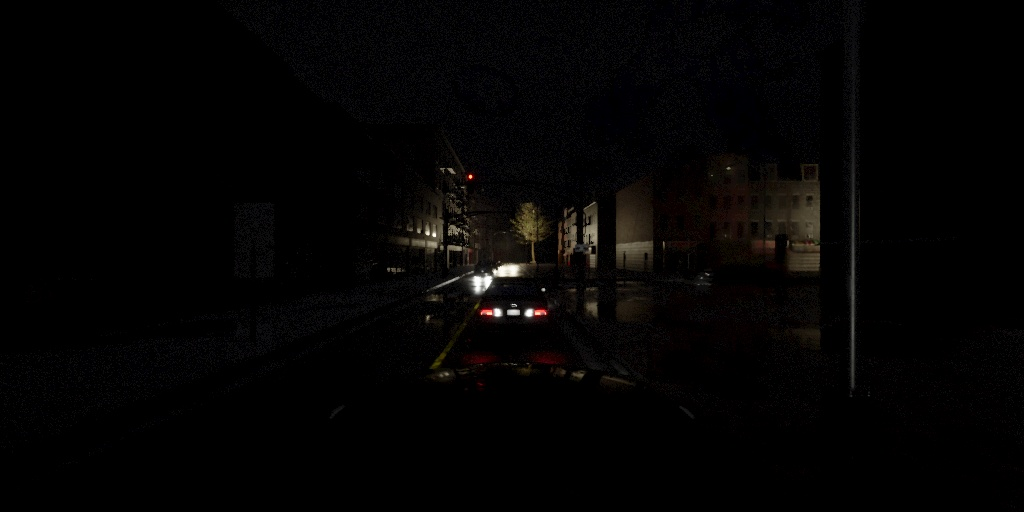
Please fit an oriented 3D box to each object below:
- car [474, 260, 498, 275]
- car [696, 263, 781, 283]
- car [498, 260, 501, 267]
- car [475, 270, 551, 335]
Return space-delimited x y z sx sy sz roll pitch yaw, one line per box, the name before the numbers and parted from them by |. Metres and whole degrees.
car | -2.917 1.248 37.945 2.128 1.511 4.902 0 0 0
car | 16.450 1.198 26.072 5.357 1.411 2.033 0 0 0
car | -2.947 1.331 50.739 1.994 1.385 4.181 0 0 0
car | 0.046 1.297 10.448 2.033 1.411 5.357 0 0 0
